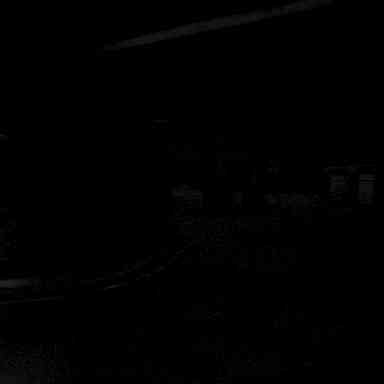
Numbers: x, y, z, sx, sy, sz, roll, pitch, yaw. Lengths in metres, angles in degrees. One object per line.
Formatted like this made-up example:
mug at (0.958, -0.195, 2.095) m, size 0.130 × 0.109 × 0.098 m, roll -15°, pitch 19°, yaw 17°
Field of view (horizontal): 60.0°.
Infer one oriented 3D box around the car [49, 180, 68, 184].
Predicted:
car at (-26.961, -1.350, 65.554) m, size 3.866 × 1.878 × 1.905 m, roll 3°, pitch 2°, yaw 35°

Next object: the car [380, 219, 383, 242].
car at (10.056, 1.417, 15.317) m, size 2.242 × 1.667 × 4.611 m, roll 3°, pitch 2°, yaw 35°

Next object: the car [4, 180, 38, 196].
car at (-21.936, -0.539, 42.529) m, size 4.605 × 1.855 × 1.932 m, roll 3°, pitch 2°, yaw 35°

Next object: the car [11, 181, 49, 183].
car at (-17.400, -0.239, 35.315) m, size 3.866 × 1.878 × 1.905 m, roll 3°, pitch 2°, yaw 35°

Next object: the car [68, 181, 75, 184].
car at (-25.624, -1.372, 68.167) m, size 4.605 × 1.855 × 1.932 m, roll 3°, pitch 2°, yaw 35°
